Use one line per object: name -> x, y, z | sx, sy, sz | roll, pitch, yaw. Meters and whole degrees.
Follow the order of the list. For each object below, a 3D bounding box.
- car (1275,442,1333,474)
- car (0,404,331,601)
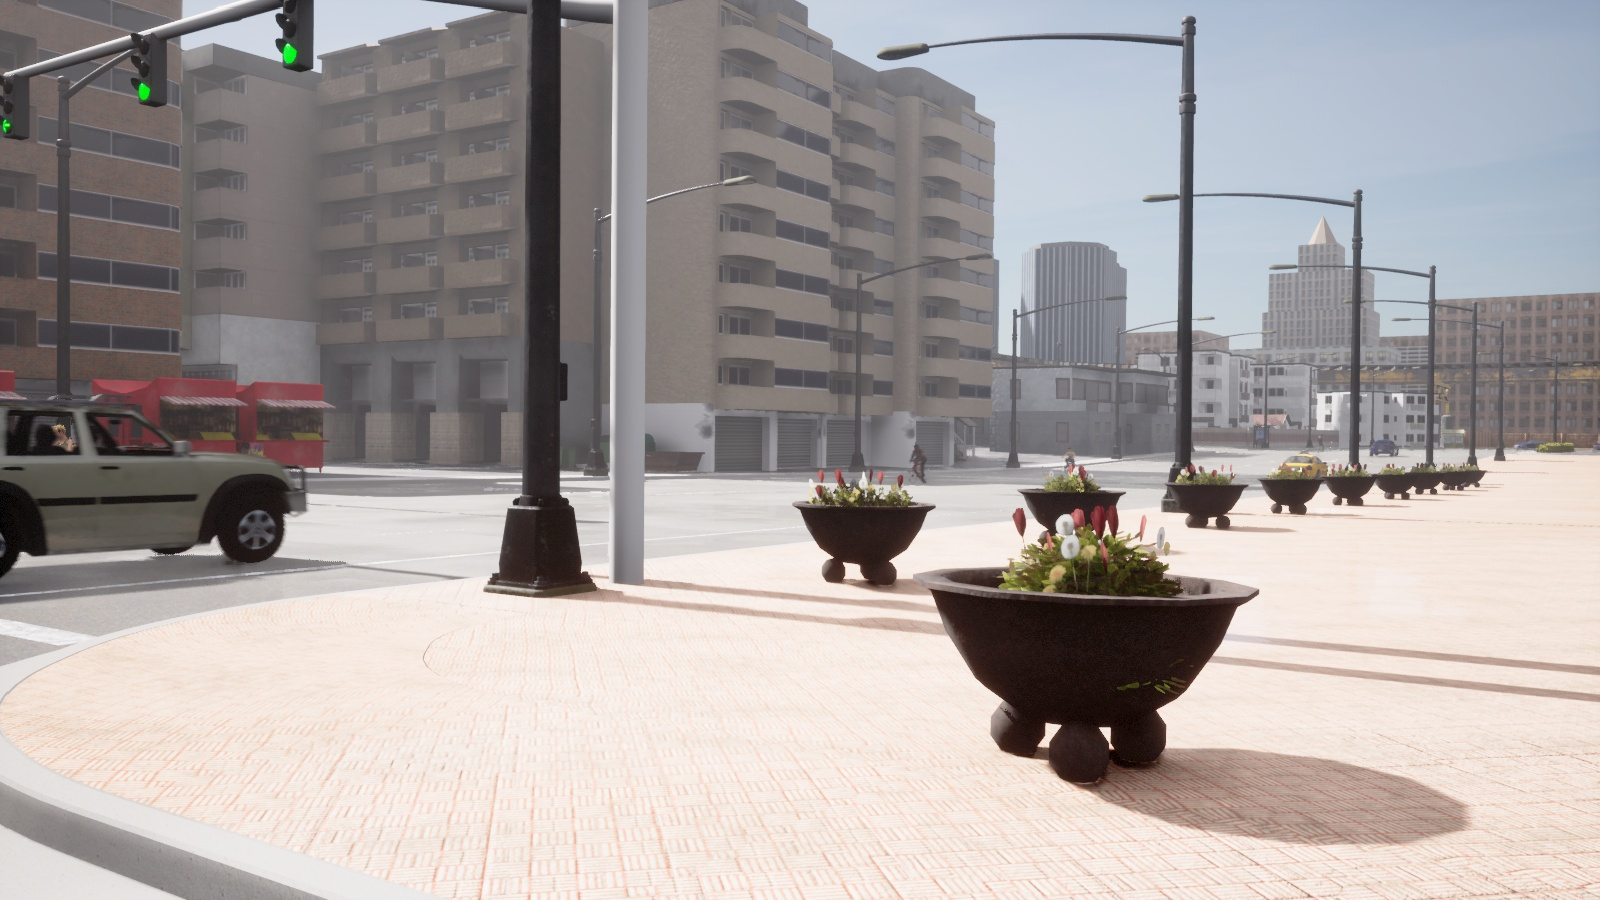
car -> 26.269, 0.398, 65.311 | 1.801, 1.575, 5.366 | 0, 1, 33
car -> -7.613, 0.487, 13.438 | 1.932, 1.855, 4.605 | 0, 0, 33
